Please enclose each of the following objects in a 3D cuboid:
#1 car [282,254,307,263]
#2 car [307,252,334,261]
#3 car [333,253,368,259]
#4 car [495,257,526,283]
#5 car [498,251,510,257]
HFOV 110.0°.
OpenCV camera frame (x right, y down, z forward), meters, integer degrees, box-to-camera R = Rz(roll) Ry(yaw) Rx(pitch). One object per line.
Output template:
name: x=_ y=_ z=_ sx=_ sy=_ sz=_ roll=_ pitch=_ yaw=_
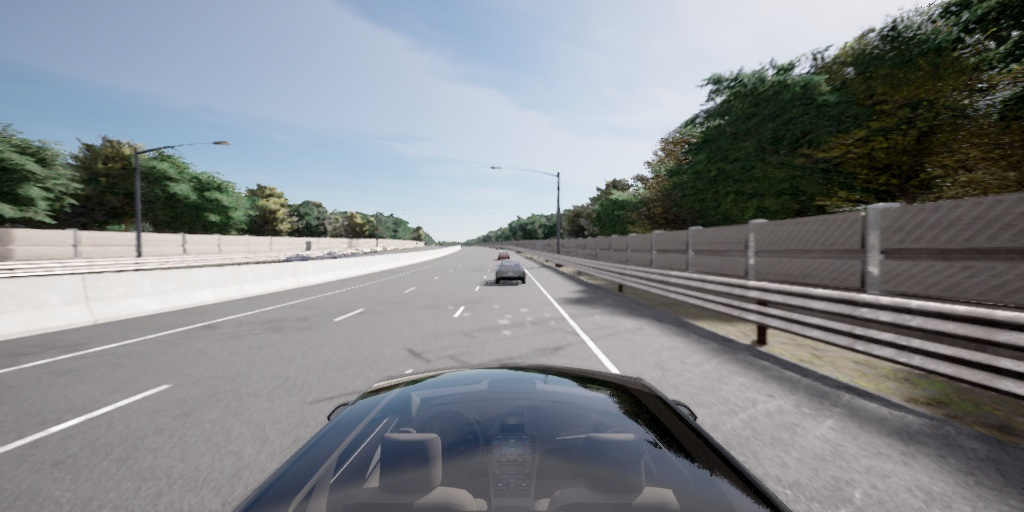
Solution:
car: x=-25.263 y=0.430 z=42.502 sx=1.994 sy=1.385 sz=4.181 roll=0 pitch=2 yaw=-1
car: x=-21.773 y=0.347 z=42.772 sx=2.128 sy=1.511 sz=4.902 roll=0 pitch=2 yaw=-2
car: x=-18.232 y=0.433 z=41.795 sx=2.033 sy=1.411 sz=5.357 roll=0 pitch=2 yaw=-1
car: x=-0.113 y=0.983 z=23.739 sx=1.994 sy=1.385 sz=4.181 roll=0 pitch=1 yaw=-1
car: x=-1.296 y=-0.103 z=58.023 sx=1.994 sy=1.385 sz=4.181 roll=0 pitch=2 yaw=-2
